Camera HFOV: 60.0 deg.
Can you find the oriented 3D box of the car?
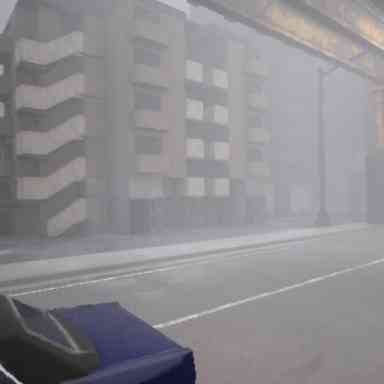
[{"bbox_3d":[-2.364,1.630,2.382,4.718,1.301,1.895,0,0,-36],"label":"car"}]
